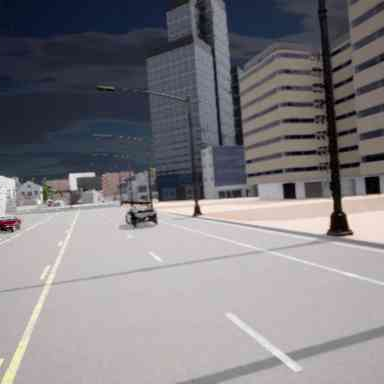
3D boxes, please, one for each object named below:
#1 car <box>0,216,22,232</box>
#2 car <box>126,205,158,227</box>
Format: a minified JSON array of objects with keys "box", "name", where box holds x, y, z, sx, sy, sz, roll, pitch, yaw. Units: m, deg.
[{"box":[-16.088,2.777,28.713,1.895,1.301,4.718,-4,0,-18],"name":"car"},{"box":[-3.922,1.752,25.469,2.128,1.511,4.902,-4,0,-18],"name":"car"}]
